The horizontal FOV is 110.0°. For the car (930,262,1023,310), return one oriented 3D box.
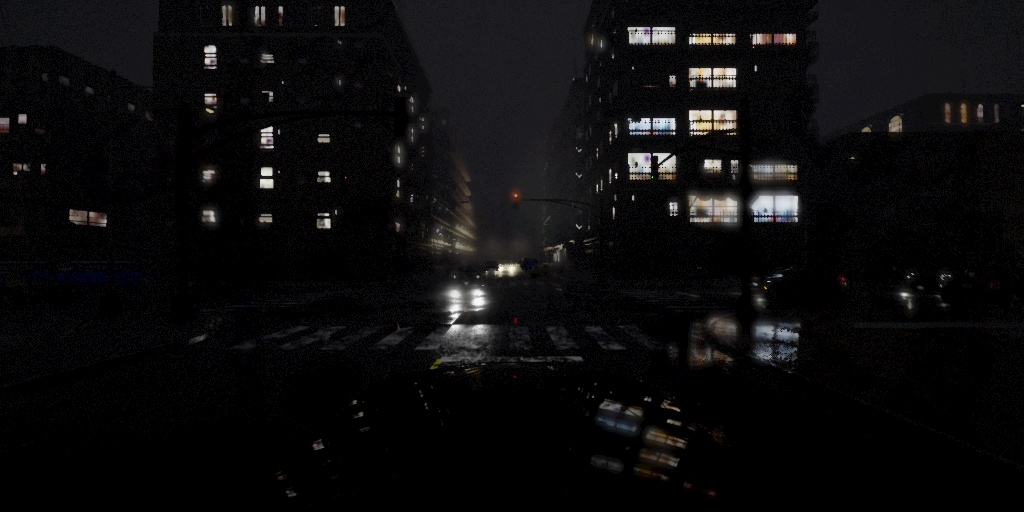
[{"bbox_3d":[18.663,1.103,13.157,4.097,1.591,1.967,0,0,1],"label":"car"}]

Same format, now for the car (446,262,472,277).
[{"bbox_3d":[-5.522,1.317,36.022,2.007,1.370,4.403,0,0,0],"label":"car"}]

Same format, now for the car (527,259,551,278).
[{"bbox_3d":[2.623,1.290,33.585,1.751,1.417,4.829,0,0,0],"label":"car"}]

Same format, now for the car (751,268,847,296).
[{"bbox_3d":[14.688,1.304,18.634,4.181,1.385,1.994,0,-1,1],"label":"car"}]

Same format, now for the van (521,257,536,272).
[{"bbox_3d":[2.495,1.119,47.418,1.690,1.789,3.998,0,0,0],"label":"van"}]

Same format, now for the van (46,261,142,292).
[{"bbox_3d":[-24.853,1.191,21.617,3.998,1.789,1.690,0,0,1],"label":"van"}]

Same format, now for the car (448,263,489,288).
[{"bbox_3d":[-2.800,1.360,24.198,1.895,1.301,4.718,0,0,0],"label":"car"}]

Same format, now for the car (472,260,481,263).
[{"bbox_3d":[-5.431,1.367,52.995,1.802,1.307,4.207,0,0,0],"label":"car"}]

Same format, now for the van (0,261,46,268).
[{"bbox_3d":[-30.447,1.201,21.691,3.998,1.789,1.690,0,0,1],"label":"van"}]

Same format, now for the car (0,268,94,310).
[{"bbox_3d":[-19.364,1.290,13.663,4.403,1.370,2.007,0,0,1],"label":"car"}]

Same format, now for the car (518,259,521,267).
[{"bbox_3d":[2.450,1.100,53.071,2.192,1.841,5.009,0,0,0],"label":"car"}]

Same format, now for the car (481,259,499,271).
[{"bbox_3d":[-2.862,1.318,51.014,2.033,1.411,5.357,0,0,0],"label":"car"}]

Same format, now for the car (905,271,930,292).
[{"bbox_3d":[23.387,1.074,18.520,4.553,1.767,2.097,0,-1,1],"label":"car"}]
